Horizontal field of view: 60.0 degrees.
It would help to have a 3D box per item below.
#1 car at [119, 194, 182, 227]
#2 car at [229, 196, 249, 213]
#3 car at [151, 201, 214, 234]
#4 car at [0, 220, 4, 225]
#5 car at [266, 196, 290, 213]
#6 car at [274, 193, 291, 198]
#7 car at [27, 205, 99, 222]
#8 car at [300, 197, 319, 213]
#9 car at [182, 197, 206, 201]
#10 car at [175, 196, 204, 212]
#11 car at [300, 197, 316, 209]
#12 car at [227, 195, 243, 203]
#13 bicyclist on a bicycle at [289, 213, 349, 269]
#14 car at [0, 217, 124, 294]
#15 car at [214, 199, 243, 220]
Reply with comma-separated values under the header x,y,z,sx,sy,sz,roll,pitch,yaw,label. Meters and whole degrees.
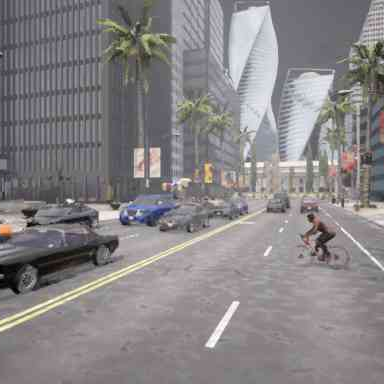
x,y,z,sx,sy,sz,roll,pitch,yaw,label
-2.880,1.216,23.154,2.150,2.045,5.566,0,1,19,car
4.345,1.352,33.477,2.097,1.767,4.553,0,0,19,car
-0.366,1.506,19.682,1.837,1.490,4.892,0,0,19,car
-7.513,1.352,9.496,2.097,1.767,4.553,0,0,19,car
9.502,1.492,37.422,2.128,1.511,4.902,0,0,18,car
12.648,1.221,47.001,2.150,2.045,5.566,0,0,19,car
-7.373,1.513,19.553,2.161,1.482,4.786,0,0,18,car
13.193,1.526,37.438,1.812,1.442,4.674,0,0,18,car
-0.543,1.404,29.715,2.097,1.767,4.553,0,0,19,car
-0.273,1.354,40.303,2.185,1.767,4.553,0,0,18,car
16.476,1.492,47.471,2.128,1.511,4.902,0,0,18,car
8.857,1.481,68.224,2.231,1.521,4.892,0,0,18,car
3.703,1.454,9.788,1.656,1.620,0.582,-2,-1,19,bicyclist on a bicycle
-3.968,1.601,9.055,1.895,1.301,4.718,0,0,19,car
2.756,1.564,28.546,1.994,1.385,4.181,0,0,19,car
